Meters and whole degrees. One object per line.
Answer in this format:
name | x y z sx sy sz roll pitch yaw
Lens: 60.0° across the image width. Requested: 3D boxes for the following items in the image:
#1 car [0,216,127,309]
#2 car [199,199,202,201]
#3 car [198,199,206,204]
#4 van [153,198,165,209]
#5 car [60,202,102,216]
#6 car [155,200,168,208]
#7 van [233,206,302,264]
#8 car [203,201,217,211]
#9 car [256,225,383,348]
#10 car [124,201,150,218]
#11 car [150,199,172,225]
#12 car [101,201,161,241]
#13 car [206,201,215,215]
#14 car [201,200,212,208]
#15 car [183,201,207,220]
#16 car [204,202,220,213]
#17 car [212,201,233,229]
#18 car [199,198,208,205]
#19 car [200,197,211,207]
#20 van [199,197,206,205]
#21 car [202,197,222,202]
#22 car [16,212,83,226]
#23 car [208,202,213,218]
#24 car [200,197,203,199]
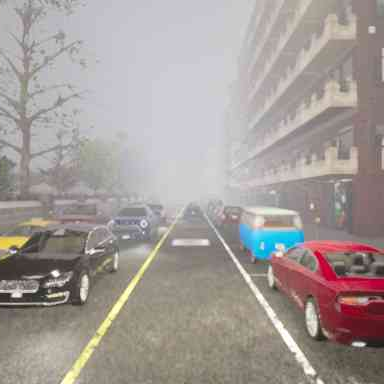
car | -3.092 1.590 8.299 1.837 1.490 4.892 0 -1 0
car | 0.116 2.020 46.834 1.812 1.442 4.674 0 0 0
car | 2.758 2.586 90.920 1.947 1.339 4.313 0 -1 0
van | -5.646 1.955 57.148 1.690 1.788 3.998 0 -1 0
car | -5.675 1.497 17.741 2.192 1.841 5.009 0 -1 0
car | -5.642 2.230 62.776 2.008 1.369 4.403 0 -1 0
van | 2.702 1.464 12.105 1.690 1.788 3.998 0 -1 0
car | 2.729 2.092 51.511 1.887 1.381 4.507 0 -1 0
car | 2.697 1.610 6.472 1.887 1.381 4.507 0 -1 0
car | -5.663 1.802 34.630 1.967 1.590 4.097 0 -1 0
car | -2.981 1.693 26.808 2.097 1.767 4.553 0 -1 0
car | -3.081 1.535 17.846 2.097 1.767 4.553 0 -1 0
car | 2.717 1.906 34.621 1.887 1.381 4.507 0 -1 0
car | 2.738 2.260 62.770 1.802 1.307 4.206 0 -1 0
car | 0.127 1.902 32.499 1.994 1.385 4.181 0 -1 0
car | 2.725 2.035 45.882 2.008 1.369 4.403 0 -1 0
car | 2.710 1.680 23.363 1.967 1.590 4.097 0 -1 0
car | 2.750 2.322 79.660 1.967 1.590 4.097 0 -1 0
car | 2.742 2.060 68.402 2.192 1.841 5.009 0 -1 0
van | 2.755 2.292 85.292 1.690 1.788 3.998 0 -1 0
car | 2.722 1.737 40.254 2.192 1.841 5.009 0 -1 0
car | -5.679 1.648 11.939 1.752 1.417 4.829 0 -1 0
car | 2.713 1.851 28.992 2.008 1.369 4.403 0 -1 0
car | 2.734 2.052 57.141 1.967 1.590 4.097 0 -1 0
